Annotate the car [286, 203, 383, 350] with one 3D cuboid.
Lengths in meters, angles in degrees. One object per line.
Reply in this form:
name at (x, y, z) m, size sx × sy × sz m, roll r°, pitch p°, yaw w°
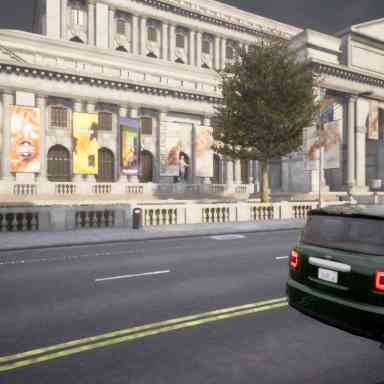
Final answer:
car at (4.175, 1.221, 5.829) m, size 5.566 × 2.045 × 2.150 m, roll 0°, pitch 0°, yaw -29°
